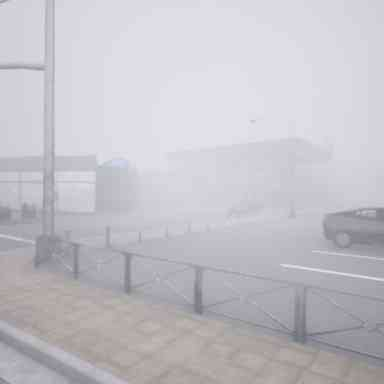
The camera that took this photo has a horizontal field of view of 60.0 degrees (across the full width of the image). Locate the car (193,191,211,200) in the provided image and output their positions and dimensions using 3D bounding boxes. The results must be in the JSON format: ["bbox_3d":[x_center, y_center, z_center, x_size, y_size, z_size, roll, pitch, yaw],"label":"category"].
[{"bbox_3d":[2.221,0.743,71.848,1.905,1.878,3.866,1,1,36],"label":"car"}]

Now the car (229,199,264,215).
[{"bbox_3d":[5.218,1.376,31.356,1.994,1.385,4.181,1,0,36],"label":"car"}]

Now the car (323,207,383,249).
[{"bbox_3d":[7.109,1.325,11.943,4.514,1.523,2.007,1,1,36],"label":"car"}]

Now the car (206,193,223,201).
[{"bbox_3d":[4.252,0.991,65.013,2.242,1.667,4.611,1,1,36],"label":"car"}]
